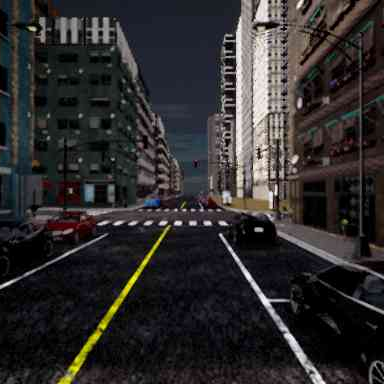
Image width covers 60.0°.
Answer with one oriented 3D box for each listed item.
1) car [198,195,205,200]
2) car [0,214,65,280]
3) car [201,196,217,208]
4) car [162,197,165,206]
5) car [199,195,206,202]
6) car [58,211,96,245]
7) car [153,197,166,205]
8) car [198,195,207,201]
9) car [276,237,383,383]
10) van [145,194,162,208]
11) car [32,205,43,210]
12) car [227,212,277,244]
[{"bbox_3d":[2.680,1.555,92.104,1.887,1.381,4.507,0,0,0],"label":"car"},{"bbox_3d":[-5.685,1.561,9.964,1.947,1.339,4.313,0,0,0],"label":"car"},{"bbox_3d":[2.688,1.573,47.882,1.802,1.307,4.206,0,0,0],"label":"car"},{"bbox_3d":[-5.692,1.307,53.410,2.192,1.841,5.009,0,0,0],"label":"car"},{"bbox_3d":[2.687,1.433,58.938,1.967,1.590,4.097,0,0,0],"label":"car"},{"bbox_3d":[-5.686,1.575,15.487,1.802,1.307,4.206,0,0,0],"label":"car"},{"bbox_3d":[-5.694,1.538,58.938,1.887,1.381,4.507,0,0,0],"label":"car"},{"bbox_3d":[2.681,1.557,86.576,2.008,1.369,4.403,0,0,0],"label":"car"},{"bbox_3d":[2.697,1.564,4.430,1.947,1.339,4.313,0,0,0],"label":"car"},{"bbox_3d":[-5.691,1.333,47.882,1.690,1.788,3.998,0,0,0],"label":"van"},{"bbox_3d":[-18.790,1.339,36.720,4.313,1.339,1.947,1,-1,0],"label":"car"},{"bbox_3d":[2.695,1.559,15.477,1.947,1.339,4.313,0,0,0],"label":"car"}]
